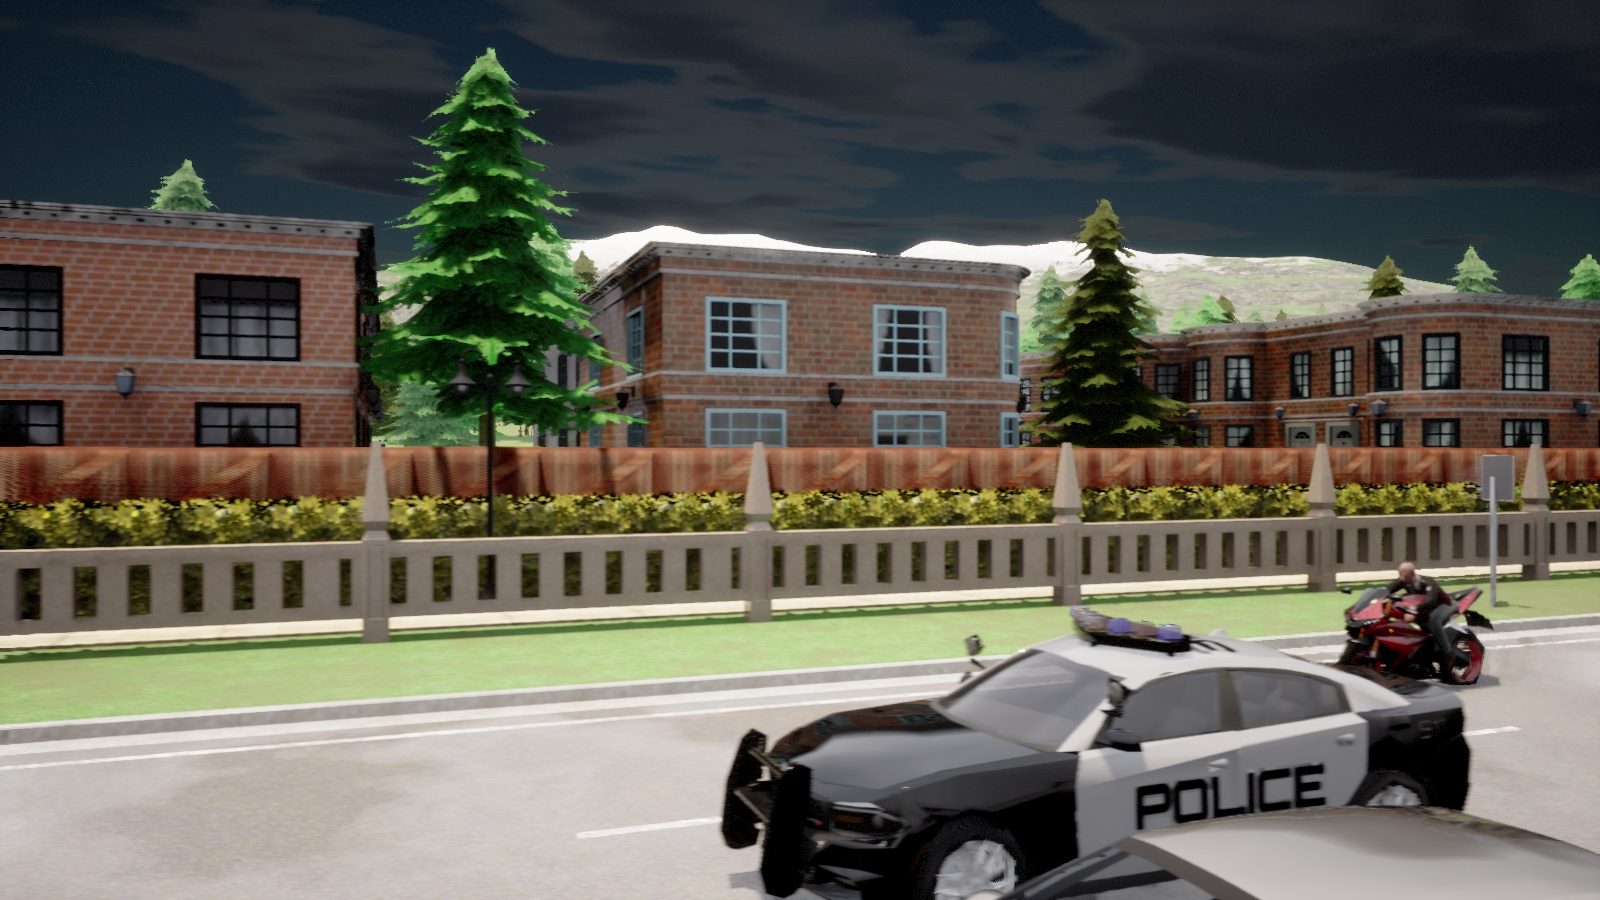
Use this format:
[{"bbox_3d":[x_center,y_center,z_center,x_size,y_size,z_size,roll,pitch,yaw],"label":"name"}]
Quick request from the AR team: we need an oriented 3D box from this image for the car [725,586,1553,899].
[{"bbox_3d":[2.301,1.982,7.860,5.238,1.638,2.097,0,0,-20],"label":"car"}]

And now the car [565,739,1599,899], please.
[{"bbox_3d":[1.469,2.065,3.725,4.193,1.474,1.816,0,0,-19],"label":"car"}]

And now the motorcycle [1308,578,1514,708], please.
[{"bbox_3d":[7.129,2.204,13.342,2.209,1.251,0.867,0,0,-20],"label":"motorcycle"}]
